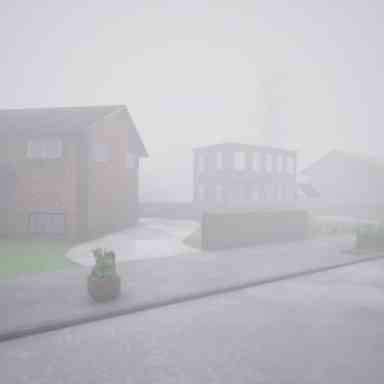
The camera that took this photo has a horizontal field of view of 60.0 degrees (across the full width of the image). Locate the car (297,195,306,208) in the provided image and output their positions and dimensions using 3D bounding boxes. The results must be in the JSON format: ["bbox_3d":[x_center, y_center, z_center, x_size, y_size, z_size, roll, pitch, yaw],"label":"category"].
[{"bbox_3d":[8.589,1.200,29.698,3.866,1.878,1.905,1,0,-35],"label":"car"}]
